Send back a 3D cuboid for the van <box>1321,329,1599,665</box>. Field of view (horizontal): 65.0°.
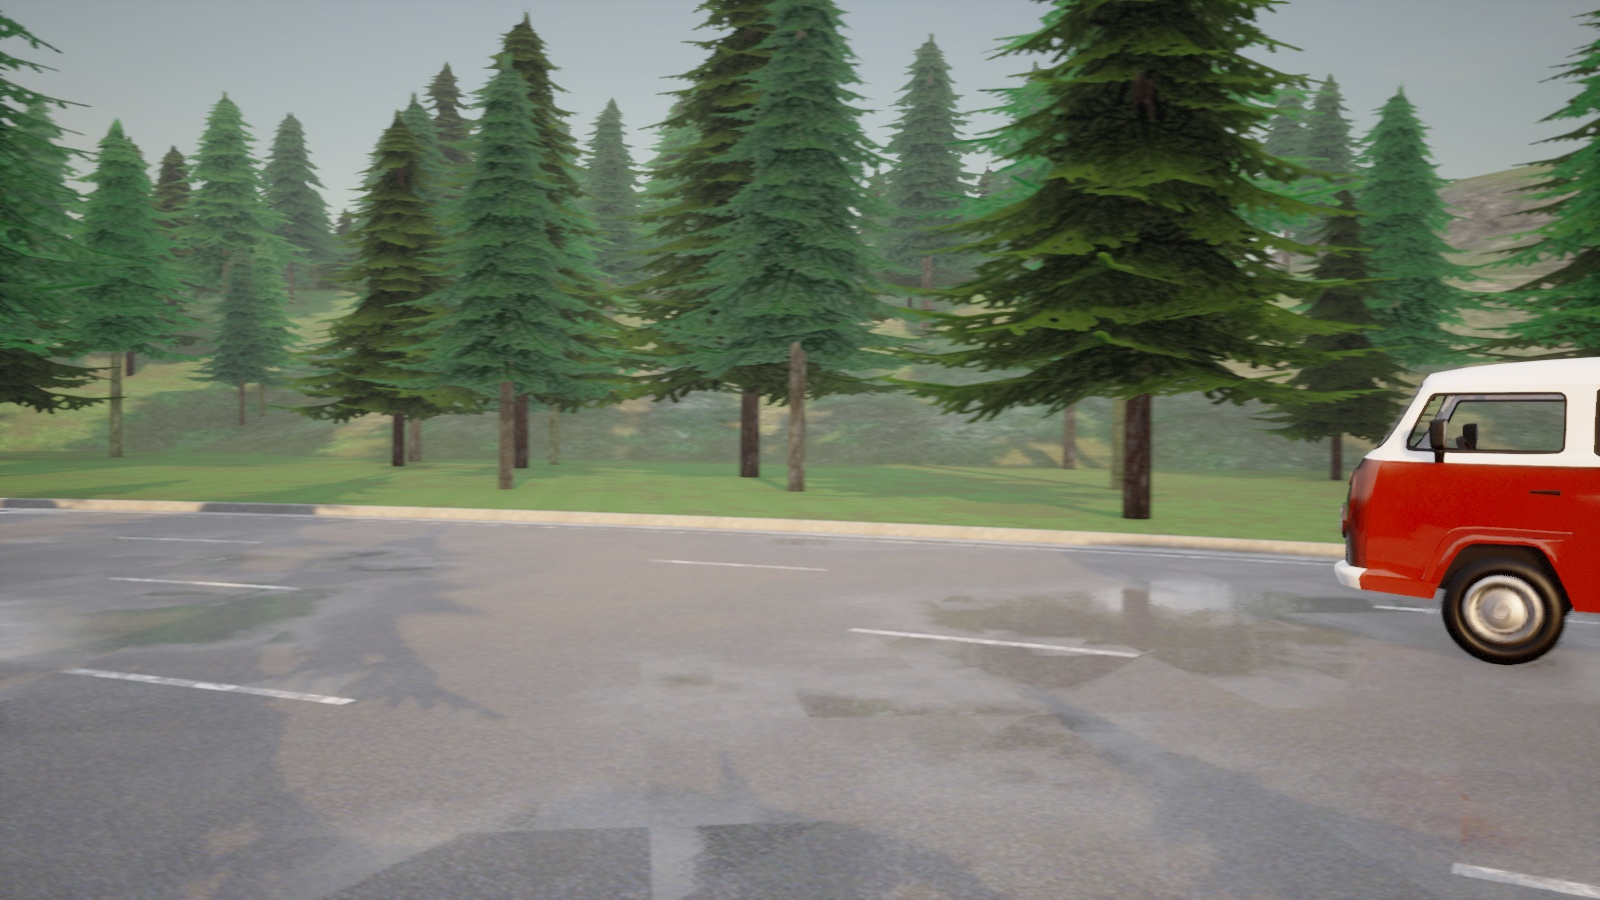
[{"bbox_3d":[5.954,0.275,8.096,4.480,2.038,2.069,0,1,34],"label":"van"}]
